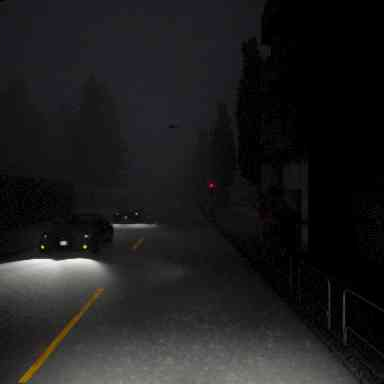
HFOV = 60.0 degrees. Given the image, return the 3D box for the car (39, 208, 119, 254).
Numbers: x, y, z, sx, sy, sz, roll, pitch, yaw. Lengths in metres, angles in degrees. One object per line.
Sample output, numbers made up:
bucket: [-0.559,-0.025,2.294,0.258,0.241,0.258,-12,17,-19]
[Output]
car: [-4.434,1.564,13.332,1.994,1.385,4.181,0,0,-2]

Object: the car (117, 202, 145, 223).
car: [-4.710,1.525,25.697,1.812,1.442,4.674,0,0,-1]

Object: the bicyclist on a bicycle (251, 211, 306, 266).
bicyclist on a bicycle: [2.541,1.388,9.646,1.656,1.620,0.582,4,0,-3]
